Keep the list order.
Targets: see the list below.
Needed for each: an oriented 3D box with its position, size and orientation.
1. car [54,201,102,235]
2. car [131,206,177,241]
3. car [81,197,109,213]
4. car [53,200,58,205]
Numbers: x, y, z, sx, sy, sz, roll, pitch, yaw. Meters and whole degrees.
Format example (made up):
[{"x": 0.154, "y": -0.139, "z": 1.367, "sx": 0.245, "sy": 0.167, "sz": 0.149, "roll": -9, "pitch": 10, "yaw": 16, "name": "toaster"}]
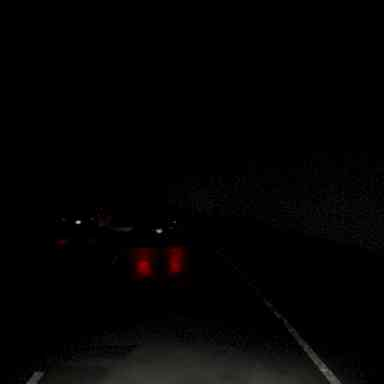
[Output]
[{"x": -6.070, "y": 1.413, "z": 17.894, "sx": 1.994, "sy": 1.385, "sz": 4.181, "roll": 0, "pitch": 0, "yaw": -17, "name": "car"}, {"x": -1.880, "y": 1.389, "z": 15.909, "sx": 1.812, "sy": 1.442, "sz": 4.674, "roll": 0, "pitch": 0, "yaw": -13, "name": "car"}, {"x": -9.647, "y": 1.222, "z": 32.006, "sx": 2.128, "sy": 1.511, "sz": 4.902, "roll": 0, "pitch": 1, "yaw": -36, "name": "car"}, {"x": -14.972, "y": 1.273, "z": 33.160, "sx": 2.033, "sy": 1.411, "sz": 5.357, "roll": 0, "pitch": 1, "yaw": -43, "name": "car"}]
